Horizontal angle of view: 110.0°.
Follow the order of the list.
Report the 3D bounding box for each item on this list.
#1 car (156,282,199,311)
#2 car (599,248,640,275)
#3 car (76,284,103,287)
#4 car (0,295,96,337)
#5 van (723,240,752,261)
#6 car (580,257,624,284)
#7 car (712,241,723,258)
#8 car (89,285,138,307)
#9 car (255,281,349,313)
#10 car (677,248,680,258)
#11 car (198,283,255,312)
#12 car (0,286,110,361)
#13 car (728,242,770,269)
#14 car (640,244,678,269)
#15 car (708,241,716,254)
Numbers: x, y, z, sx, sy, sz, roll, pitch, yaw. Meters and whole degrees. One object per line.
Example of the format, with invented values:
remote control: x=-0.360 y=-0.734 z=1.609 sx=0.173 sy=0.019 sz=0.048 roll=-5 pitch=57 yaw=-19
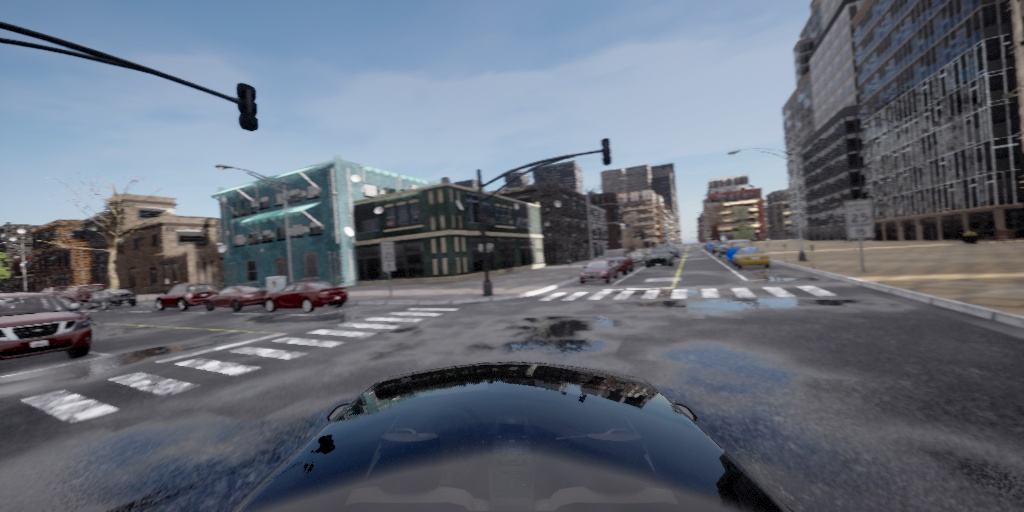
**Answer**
car: x=-19.814 y=2.434 z=21.969 sx=4.097 sy=1.591 sz=1.967 roll=0 pitch=0 yaw=26
car: x=7.876 y=0.399 z=26.817 sx=2.192 sy=1.841 sz=5.009 roll=0 pitch=0 yaw=26
car: x=-34.777 y=3.284 z=29.178 sx=5.009 sy=1.841 sz=2.192 roll=0 pitch=0 yaw=26
car: x=-20.948 y=2.608 z=16.068 sx=4.674 sy=1.442 sz=1.812 roll=-4 pitch=0 yaw=26
van: x=17.821 y=-0.372 z=28.051 sx=1.690 sy=1.789 sz=3.998 roll=0 pitch=0 yaw=26
car: x=5.409 y=0.871 z=21.849 sx=1.802 sy=1.307 sz=4.207 roll=0 pitch=0 yaw=26
car: x=22.755 y=-0.571 z=37.988 sx=2.007 sy=1.370 sz=4.403 roll=0 pitch=0 yaw=26
car: x=-29.789 y=3.196 z=26.775 sx=4.403 sy=1.370 sz=2.007 roll=0 pitch=0 yaw=26
car: x=-9.836 y=1.885 z=17.162 sx=4.507 sy=1.381 sz=1.888 roll=0 pitch=0 yaw=26
car: x=20.298 y=-0.587 z=46.041 sx=2.097 sy=1.767 sz=4.553 roll=-5 pitch=0 yaw=27
car: x=-14.823 y=2.249 z=19.565 sx=4.207 sy=1.307 sz=1.802 roll=0 pitch=0 yaw=26
car: x=-13.458 y=1.915 z=9.609 sx=5.009 sy=1.841 sz=2.192 roll=0 pitch=0 yaw=26
car: x=15.430 y=0.017 z=23.234 sx=1.751 sy=1.417 sz=4.829 roll=0 pitch=0 yaw=26
car: x=12.685 y=0.044 z=30.785 sx=2.097 sy=1.767 sz=4.553 roll=-5 pitch=0 yaw=27
car: x=27.689 y=-0.964 z=47.925 sx=1.948 sy=1.339 sz=4.313 roll=0 pitch=0 yaw=26
